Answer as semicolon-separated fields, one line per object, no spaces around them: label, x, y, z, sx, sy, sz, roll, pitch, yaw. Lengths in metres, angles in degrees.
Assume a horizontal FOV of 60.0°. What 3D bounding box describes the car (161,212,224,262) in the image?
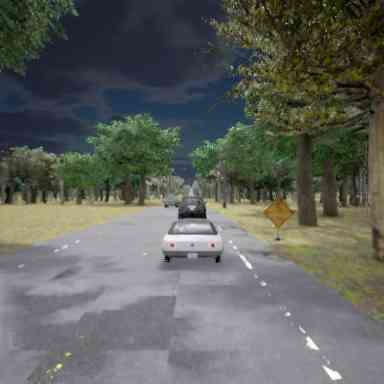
car;0.037;1.621;12.126;1.895;1.301;4.718;0;0;1

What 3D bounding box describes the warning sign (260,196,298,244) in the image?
warning sign;3.566;1.137;13.751;1.300;1.860;1.060;1;1;0

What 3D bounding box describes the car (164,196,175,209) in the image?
car;-3.551;1.754;57.091;2.150;2.045;5.566;0;-1;1

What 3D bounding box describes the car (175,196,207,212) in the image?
car;0.033;1.329;26.627;2.150;2.045;5.566;0;0;0
